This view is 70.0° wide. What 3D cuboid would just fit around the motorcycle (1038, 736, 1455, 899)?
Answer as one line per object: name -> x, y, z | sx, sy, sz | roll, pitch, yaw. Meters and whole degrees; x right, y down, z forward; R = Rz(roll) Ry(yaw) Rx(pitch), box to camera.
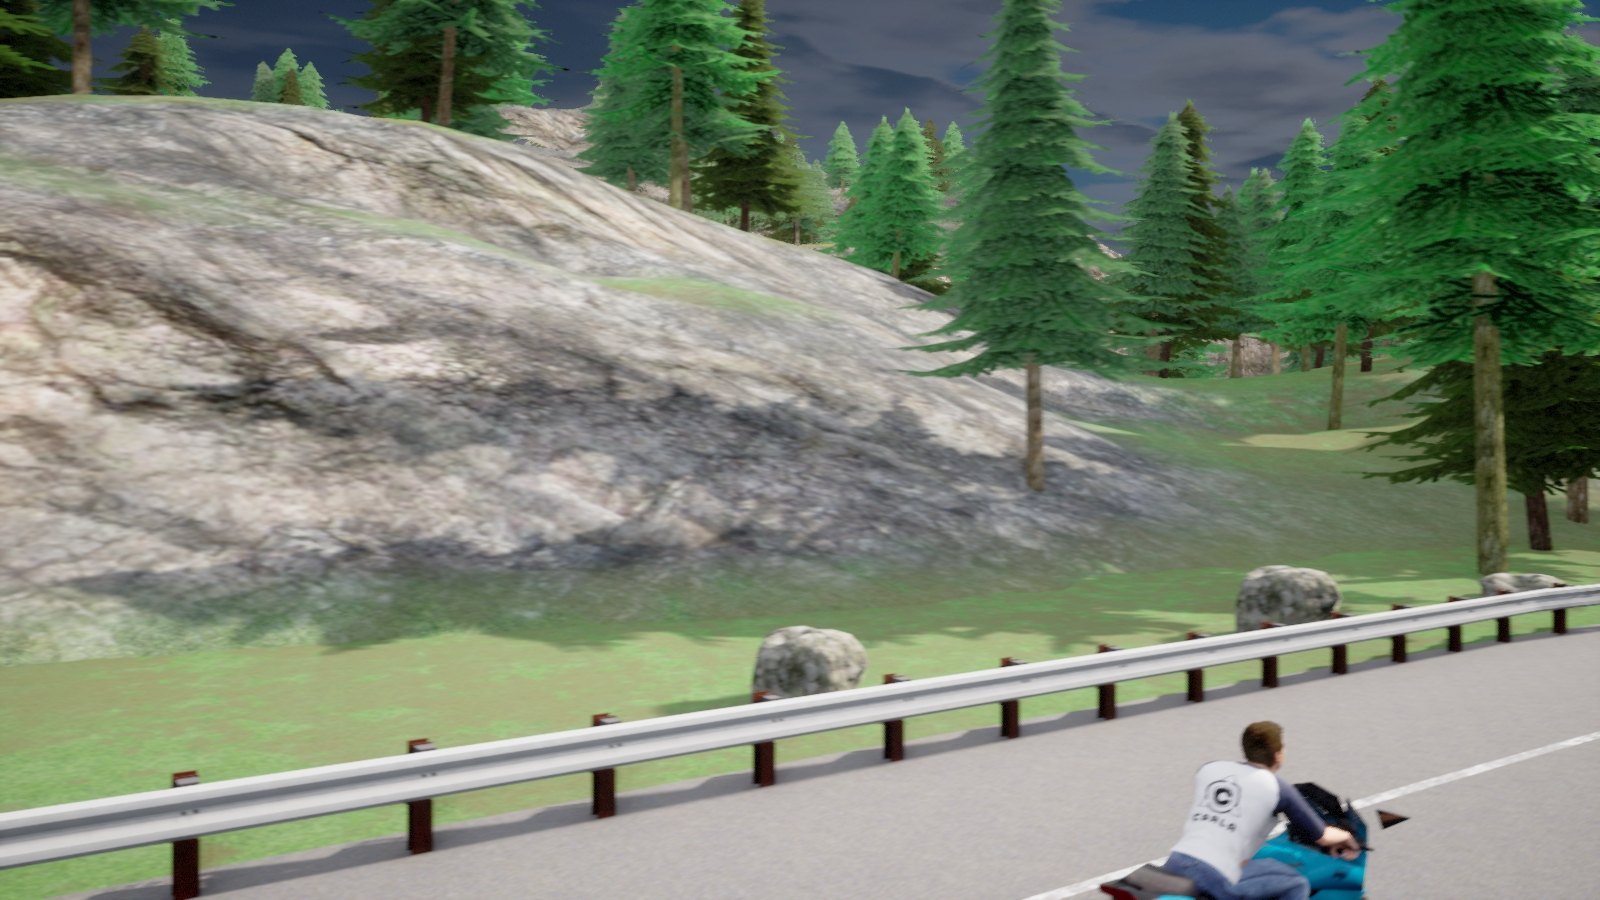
motorcycle -> 2.135, 2.175, 5.352 | 2.033, 1.217, 0.803 | 0, 0, -34
